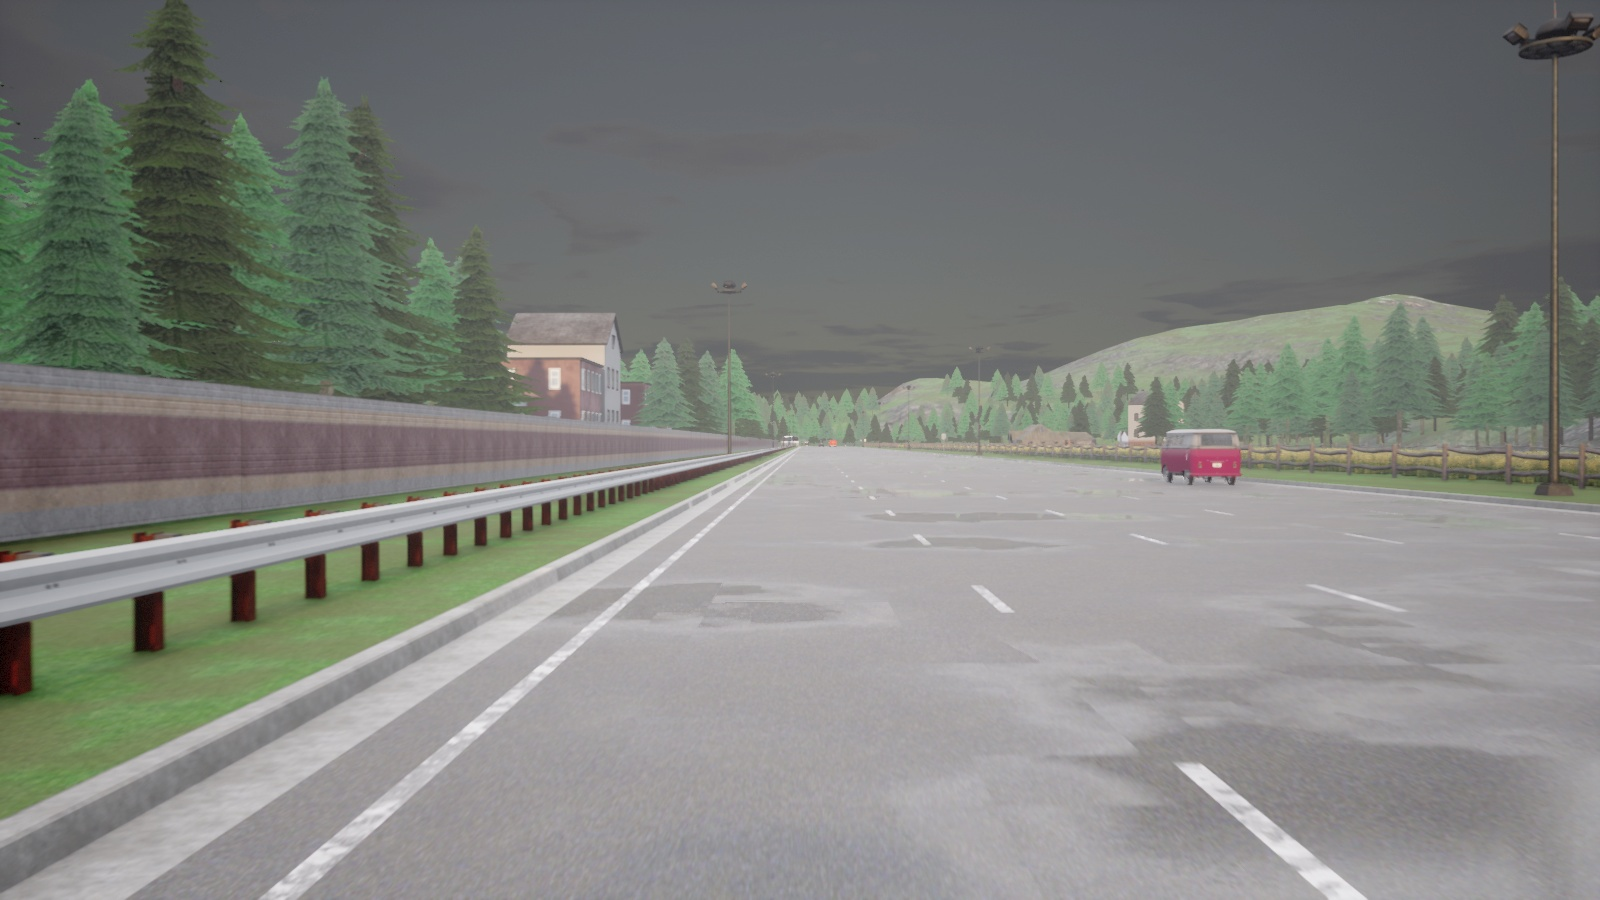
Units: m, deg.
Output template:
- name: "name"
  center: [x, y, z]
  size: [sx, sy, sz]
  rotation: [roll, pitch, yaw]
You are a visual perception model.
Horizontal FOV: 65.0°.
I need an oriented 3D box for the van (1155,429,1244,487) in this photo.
- name: "van"
  center: [14.276, 0.256, 45.126]
  size: [1.775, 1.987, 4.442]
  rotation: [0, 0, 0]
